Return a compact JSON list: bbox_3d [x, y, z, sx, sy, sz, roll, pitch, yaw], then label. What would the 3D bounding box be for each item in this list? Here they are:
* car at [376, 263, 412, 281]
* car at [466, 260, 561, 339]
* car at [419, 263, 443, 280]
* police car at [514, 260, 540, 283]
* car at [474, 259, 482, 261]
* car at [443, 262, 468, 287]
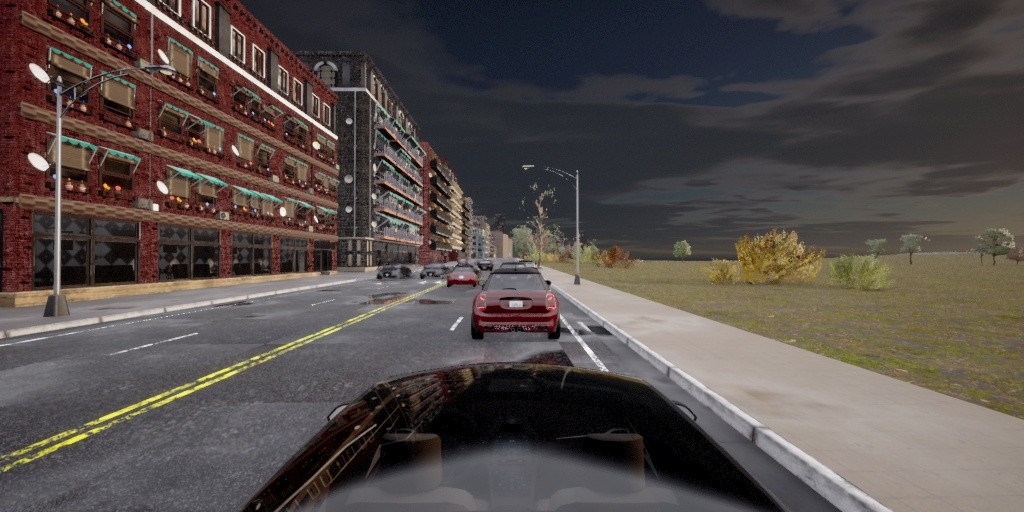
[{"bbox_3d":[-9.885,1.317,30.383,1.994,1.385,4.181,0,0,0],"label":"car"},{"bbox_3d":[0.082,1.104,10.196,2.097,1.767,4.553,0,0,0],"label":"car"},{"bbox_3d":[-6.637,1.317,31.211,1.994,1.385,4.181,0,0,0],"label":"car"},{"bbox_3d":[1.104,1.179,29.464,1.930,1.638,5.238,0,0,0],"label":"police car"},{"bbox_3d":[-3.199,1.232,44.247,1.882,1.535,5.008,0,-1,0],"label":"car"},{"bbox_3d":[-3.178,1.317,24.497,1.994,1.385,4.181,0,0,0],"label":"car"}]
